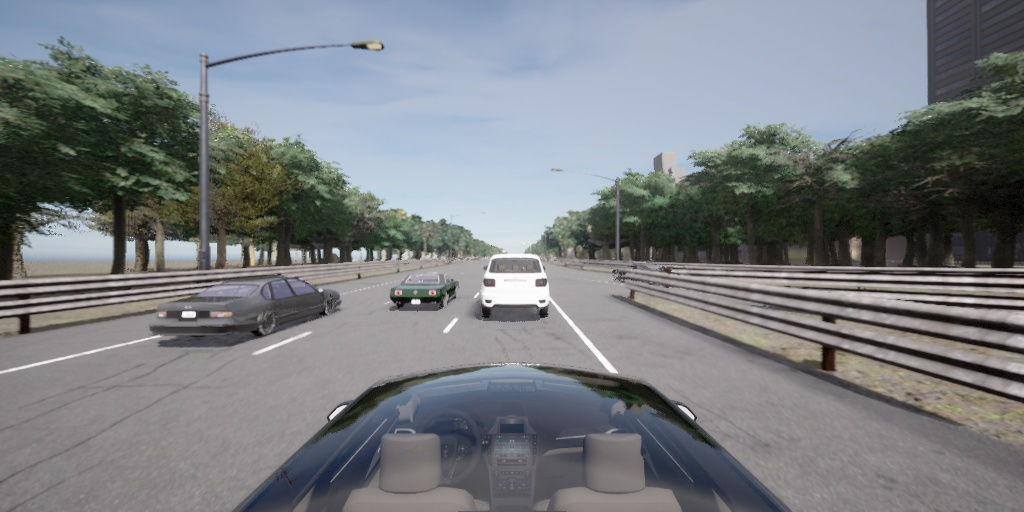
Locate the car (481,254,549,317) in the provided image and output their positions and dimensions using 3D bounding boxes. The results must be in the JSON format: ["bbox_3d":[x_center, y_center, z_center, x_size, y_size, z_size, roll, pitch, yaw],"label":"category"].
[{"bbox_3d":[0.099,0.951,13.275,2.150,2.045,5.566,0,0,0],"label":"car"}]

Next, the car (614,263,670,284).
[{"bbox_3d":[9.182,1.230,25.556,1.812,1.442,4.674,0,0,-19],"label":"car"}]

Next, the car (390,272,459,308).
[{"bbox_3d":[-3.401,1.325,14.923,1.895,1.301,4.718,0,0,0],"label":"car"}]

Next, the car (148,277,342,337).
[{"bbox_3d":[-6.903,1.288,10.171,2.033,1.411,5.357,0,0,0],"label":"car"}]
